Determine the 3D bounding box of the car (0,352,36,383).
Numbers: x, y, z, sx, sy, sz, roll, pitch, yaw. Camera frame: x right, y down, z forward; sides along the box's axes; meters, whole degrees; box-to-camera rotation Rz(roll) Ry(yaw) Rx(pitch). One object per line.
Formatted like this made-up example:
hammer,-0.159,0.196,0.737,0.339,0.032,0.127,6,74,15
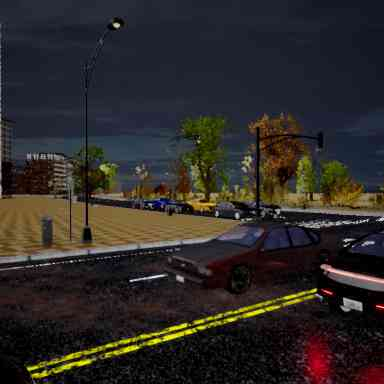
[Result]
car,-3.141,1.492,1.169,4.902,1.511,2.128,0,0,-35

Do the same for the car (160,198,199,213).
car,-1.480,1.648,37.633,1.994,1.385,4.181,0,0,-32

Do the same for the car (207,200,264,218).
car,3.732,1.564,29.198,1.837,1.490,4.892,0,0,-32

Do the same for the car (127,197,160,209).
car,-6.801,1.597,46.417,2.128,1.511,4.902,0,0,-31

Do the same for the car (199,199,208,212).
car,1.052,1.550,39.727,1.882,1.535,5.008,0,0,-31

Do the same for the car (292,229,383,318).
car,4.444,1.491,6.410,4.902,1.511,2.128,0,0,-34

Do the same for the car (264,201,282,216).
car,6.280,1.540,31.257,2.128,1.511,4.902,0,0,-32

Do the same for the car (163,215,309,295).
car,1.943,1.547,8.916,5.357,1.411,2.033,0,0,-34
